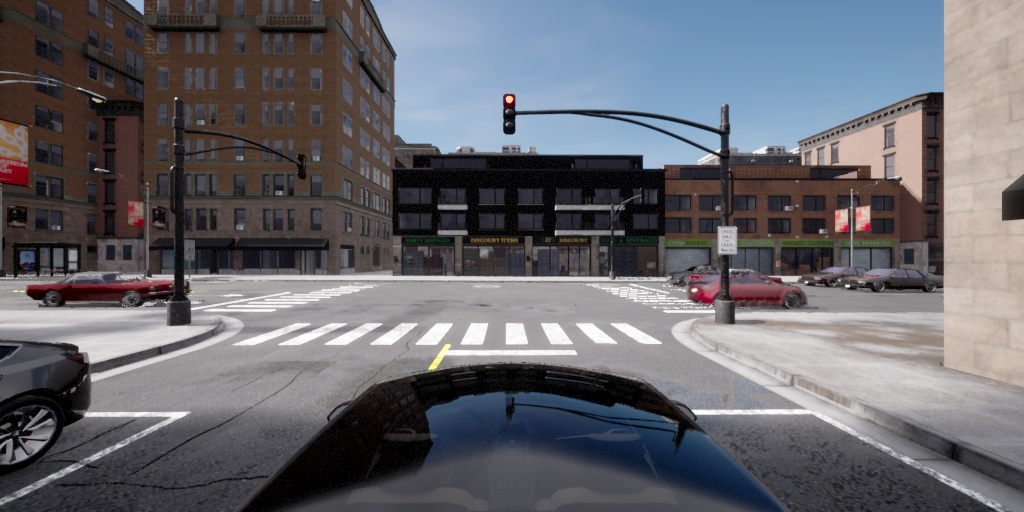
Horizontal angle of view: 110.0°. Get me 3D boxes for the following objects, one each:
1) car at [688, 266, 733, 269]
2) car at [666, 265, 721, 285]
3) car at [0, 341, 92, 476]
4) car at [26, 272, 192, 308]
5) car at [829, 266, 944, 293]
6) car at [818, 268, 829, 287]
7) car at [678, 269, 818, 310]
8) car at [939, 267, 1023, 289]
[{"bbox_3d":[13.071,1.424,21.323,4.718,1.301,1.895,0,0,-1],"label":"car"},{"bbox_3d":[13.161,1.329,24.573,4.892,1.490,1.837,0,0,-1],"label":"car"},{"bbox_3d":[-5.388,1.316,2.073,1.948,1.339,4.313,0,0,-1],"label":"car"},{"bbox_3d":[-15.729,1.282,14.233,4.718,1.301,1.895,0,0,-1],"label":"car"},{"bbox_3d":[22.718,1.421,21.451,5.357,1.411,2.033,0,0,-1],"label":"car"},{"bbox_3d":[22.905,1.422,24.707,5.357,1.411,2.033,0,0,-1],"label":"car"},{"bbox_3d":[9.389,1.368,14.569,4.181,1.385,1.994,0,0,-1],"label":"car"},{"bbox_3d":[32.829,1.492,24.831,4.181,1.385,1.994,0,0,-1],"label":"car"}]
